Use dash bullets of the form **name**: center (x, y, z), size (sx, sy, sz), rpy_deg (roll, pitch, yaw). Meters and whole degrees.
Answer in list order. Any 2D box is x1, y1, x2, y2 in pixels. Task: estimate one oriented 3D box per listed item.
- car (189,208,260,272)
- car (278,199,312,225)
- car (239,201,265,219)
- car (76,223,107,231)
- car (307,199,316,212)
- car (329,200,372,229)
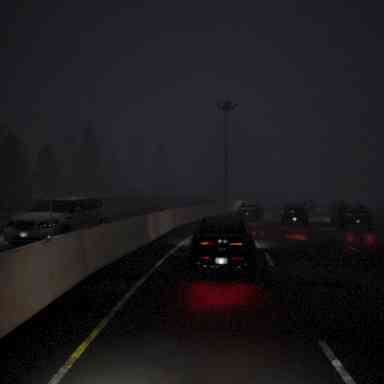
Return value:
- **car**: center (1.036, 1.512, 10.909), size (1.837, 1.490, 4.892), rpy_deg (0, 0, 7)
- **car**: center (7.419, 1.542, 24.261), size (1.837, 1.490, 4.892), rpy_deg (0, 0, 15)
- **car**: center (5.166, 1.521, 28.732), size (2.128, 1.511, 4.902), rpy_deg (0, 0, 18)
- **car**: center (-5.679, 1.202, 14.806), size (2.150, 2.045, 5.566), rpy_deg (0, 0, 10)
- **car**: center (13.881, 1.560, 40.386), size (2.128, 1.511, 4.902), rpy_deg (0, 0, 26)
- **car**: center (10.467, 1.542, 22.081), size (2.128, 1.511, 4.902), rpy_deg (0, 0, 15)
